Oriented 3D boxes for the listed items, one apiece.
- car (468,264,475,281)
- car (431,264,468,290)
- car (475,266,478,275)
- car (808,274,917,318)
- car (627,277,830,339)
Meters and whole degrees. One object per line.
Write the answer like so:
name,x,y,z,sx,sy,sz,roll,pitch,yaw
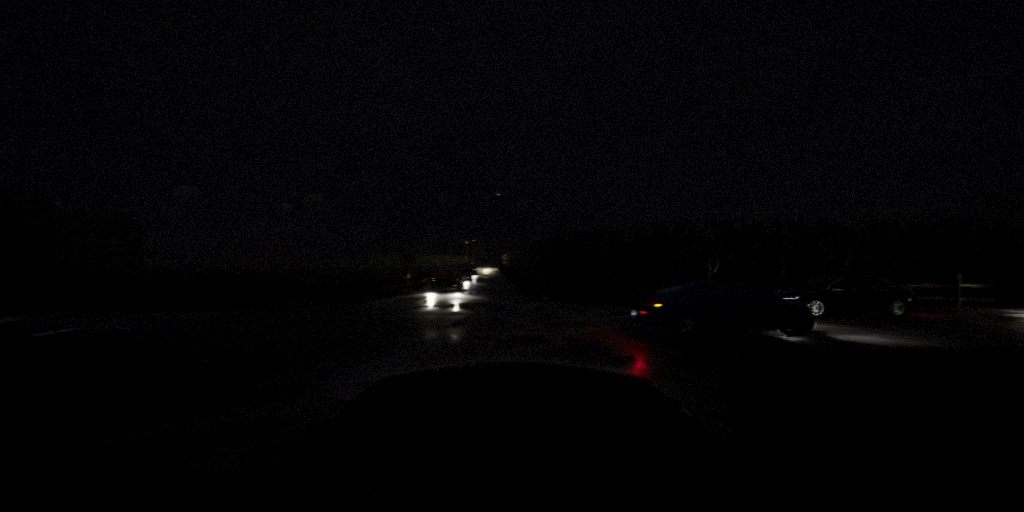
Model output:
car,-4.946,1.673,35.060,1.994,1.385,4.181,1,-1,-3
car,-4.324,1.461,24.757,1.882,1.535,5.008,1,-1,-3
car,-5.784,1.795,48.995,1.837,1.490,4.892,1,0,-3
car,11.735,1.397,13.074,4.892,1.490,1.837,0,-1,-2
car,5.569,1.360,9.805,4.674,1.442,1.812,0,-1,-3
